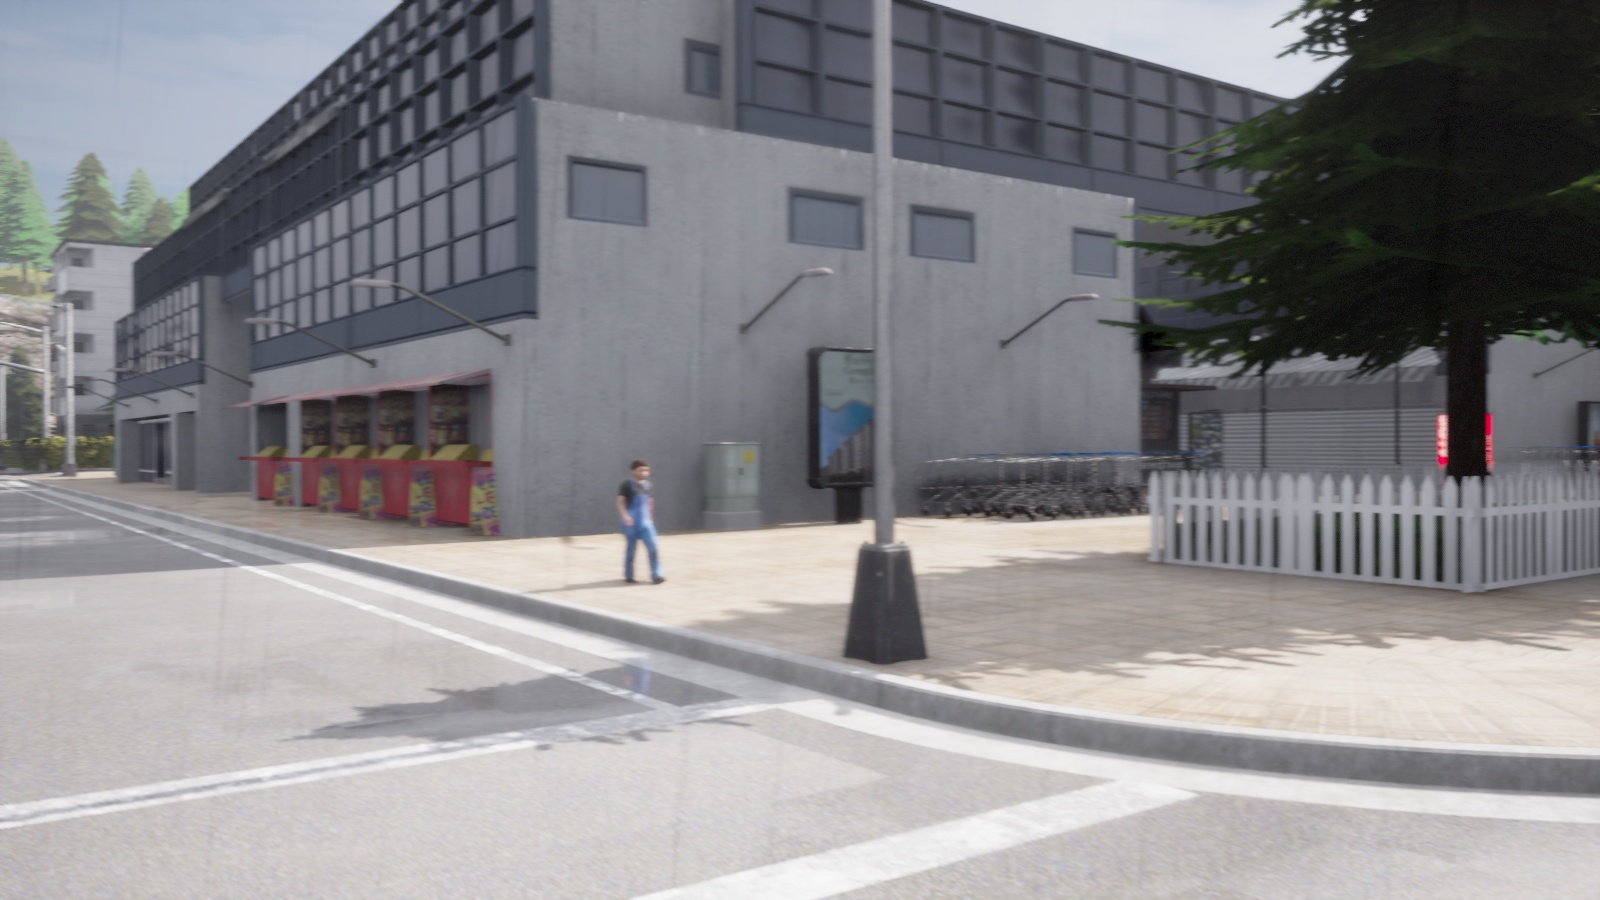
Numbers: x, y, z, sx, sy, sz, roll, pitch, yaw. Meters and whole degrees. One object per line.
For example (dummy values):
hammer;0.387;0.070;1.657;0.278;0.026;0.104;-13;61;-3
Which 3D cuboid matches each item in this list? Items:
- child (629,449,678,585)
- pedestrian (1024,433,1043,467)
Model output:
child;-1.391;0.620;11.941;0.270;1.263;0.437;0;0;-38
pedestrian;12.864;-0.005;69.186;0.563;1.883;0.849;0;0;-30
